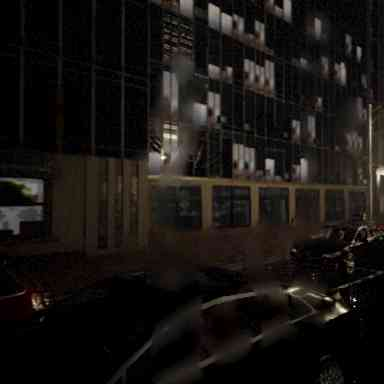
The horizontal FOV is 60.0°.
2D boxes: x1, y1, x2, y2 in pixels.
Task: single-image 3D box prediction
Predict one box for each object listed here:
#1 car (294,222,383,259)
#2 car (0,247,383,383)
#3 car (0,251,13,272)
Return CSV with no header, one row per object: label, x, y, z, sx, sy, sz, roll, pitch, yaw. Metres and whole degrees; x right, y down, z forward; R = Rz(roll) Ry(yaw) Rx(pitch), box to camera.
car,4.962,1.685,10.793,4.403,1.369,2.008,0,-1,-39
car,-0.351,1.541,2.991,4.902,1.511,2.128,1,-1,-39
car,-3.851,1.514,3.598,4.097,1.590,1.967,0,-1,-39
